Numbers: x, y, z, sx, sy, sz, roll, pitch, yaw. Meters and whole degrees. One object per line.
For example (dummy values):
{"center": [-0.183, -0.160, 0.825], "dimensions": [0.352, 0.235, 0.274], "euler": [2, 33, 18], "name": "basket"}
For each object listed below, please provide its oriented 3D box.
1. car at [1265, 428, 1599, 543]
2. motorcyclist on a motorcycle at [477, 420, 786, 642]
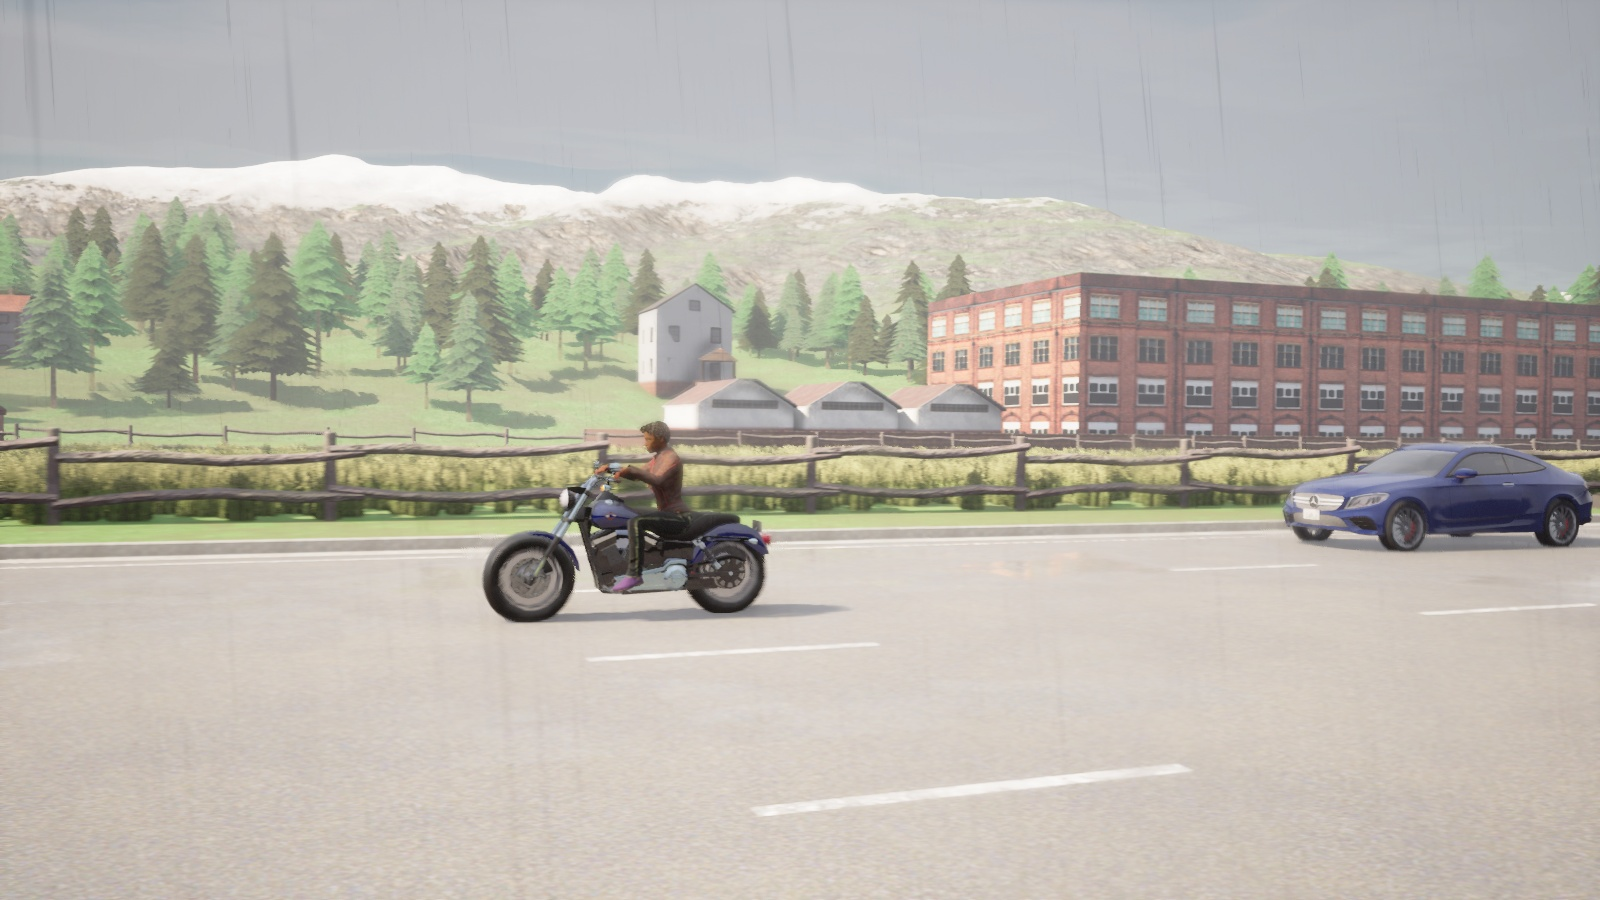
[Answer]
{"center": [9.171, 0.432, 17.956], "dimensions": [4.674, 1.442, 1.812], "euler": [-1, 1, -21], "name": "car"}
{"center": [-1.362, 0.597, 10.209], "dimensions": [2.350, 1.649, 0.766], "euler": [-1, 1, -21], "name": "motorcyclist on a motorcycle"}
